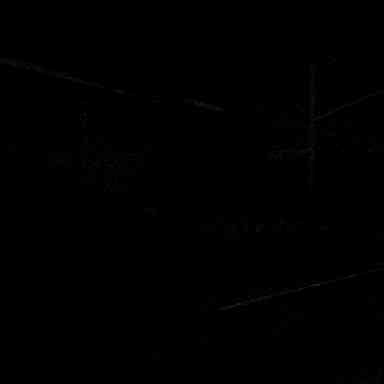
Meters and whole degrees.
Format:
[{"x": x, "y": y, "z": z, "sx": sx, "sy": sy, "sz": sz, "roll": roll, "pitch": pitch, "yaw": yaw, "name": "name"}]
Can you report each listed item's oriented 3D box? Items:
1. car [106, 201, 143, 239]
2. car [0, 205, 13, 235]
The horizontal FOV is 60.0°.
[{"x": -4.324, "y": 1.448, "z": 18.358, "sx": 1.905, "sy": 1.878, "sz": 3.866, "roll": 1, "pitch": 0, "yaw": -36, "name": "car"}, {"x": -11.453, "y": 1.523, "z": 18.621, "sx": 2.242, "sy": 1.667, "sz": 4.611, "roll": 1, "pitch": 0, "yaw": -36, "name": "car"}]
